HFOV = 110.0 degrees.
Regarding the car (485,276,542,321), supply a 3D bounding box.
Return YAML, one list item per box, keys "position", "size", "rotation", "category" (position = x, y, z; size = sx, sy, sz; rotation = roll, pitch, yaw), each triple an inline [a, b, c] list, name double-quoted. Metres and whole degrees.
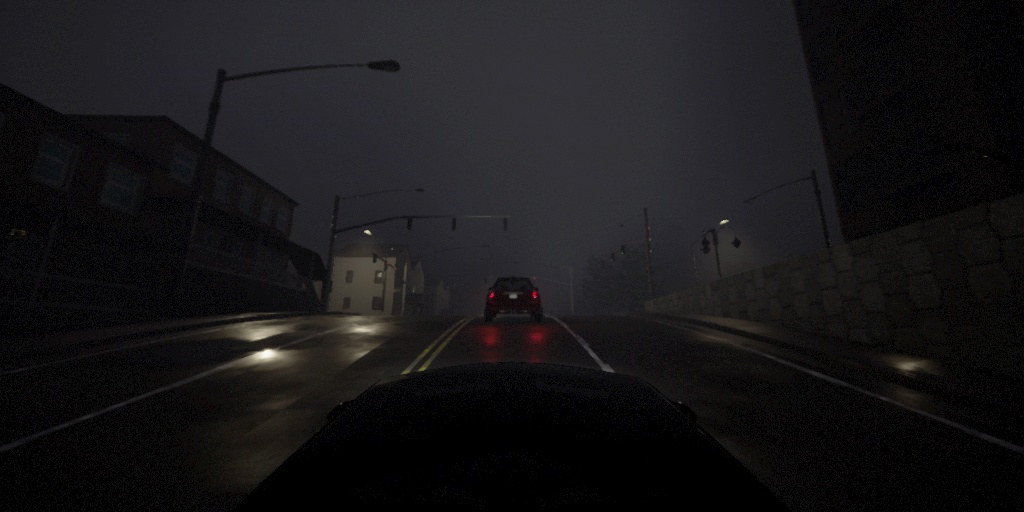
- position: [0.058, 1.708, 15.017]
  size: [2.097, 1.767, 4.553]
  rotation: [0, -7, 0]
  category: "car"
